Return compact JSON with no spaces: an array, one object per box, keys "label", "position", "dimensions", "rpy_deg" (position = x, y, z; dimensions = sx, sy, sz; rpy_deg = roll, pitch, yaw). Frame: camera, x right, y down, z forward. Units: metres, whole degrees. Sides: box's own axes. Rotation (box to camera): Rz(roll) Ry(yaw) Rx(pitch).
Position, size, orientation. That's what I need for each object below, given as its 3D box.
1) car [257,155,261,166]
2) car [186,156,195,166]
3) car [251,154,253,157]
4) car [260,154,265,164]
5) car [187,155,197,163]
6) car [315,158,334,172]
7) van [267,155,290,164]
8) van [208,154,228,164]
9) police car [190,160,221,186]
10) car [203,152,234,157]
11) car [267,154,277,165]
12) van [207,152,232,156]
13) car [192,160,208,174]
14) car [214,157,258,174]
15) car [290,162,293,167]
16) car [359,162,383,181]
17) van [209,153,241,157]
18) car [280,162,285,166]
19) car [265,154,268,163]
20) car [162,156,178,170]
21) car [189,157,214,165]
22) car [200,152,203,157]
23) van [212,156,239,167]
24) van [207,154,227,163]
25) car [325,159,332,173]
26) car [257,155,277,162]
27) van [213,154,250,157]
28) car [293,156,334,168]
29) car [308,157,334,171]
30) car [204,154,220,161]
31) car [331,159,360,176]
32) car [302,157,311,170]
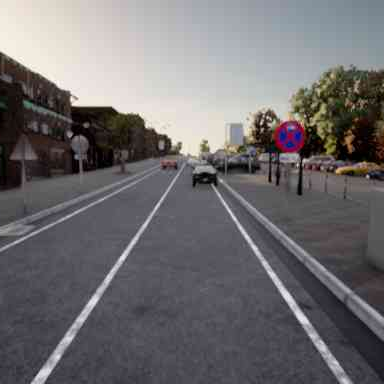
[{"label":"car","position":[18.782,-7.835,77.817],"dimensions":[5.566,2.045,2.435],"rpy_deg":[0,7,0]},{"label":"car","position":[-0.009,-5.569,61.903],"dimensions":[1.812,1.442,4.674],"rpy_deg":[0,7,0]},{"label":"car","position":[18.551,-8.989,88.863],"dimensions":[5.366,1.575,1.946],"rpy_deg":[0,7,0]},{"label":"car","position":[18.944,-7.239,75.095],"dimensions":[5.366,1.575,1.946],"rpy_deg":[0,7,0]},{"label":"car","position":[-0.011,-7.612,76.756],"dimensions":[2.097,1.767,4.553],"rpy_deg":[0,7,0]},{"label":"car","position":[18.814,-3.191,42.027],"dimensions":[4.892,1.521,2.231],"rpy_deg":[0,7,0]},{"label":"van","position":[18.878,-7.110,72.314],"dimensions":[4.442,1.987,1.878],"rpy_deg":[0,7,0]},{"label":"van","position":[5.795,-7.390,74.516],"dimensions":[4.442,1.987,1.878],"rpy_deg":[0,7,0]},{"label":"police car","position":[0.971,-1.419,26.631],"dimensions":[1.930,1.638,5.238],"rpy_deg":[0,7,0]},{"label":"car","position":[5.655,-7.062,71.731],"dimensions":[5.566,2.045,2.435],"rpy_deg":[0,7,0]},{"label":"car","position":[18.742,-6.440,66.802],"dimensions":[5.566,2.045,2.435],"rpy_deg":[0,7,0]},{"label":"van","position":[5.804,-6.684,68.956],"dimensions":[4.442,1.987,1.878],"rpy_deg":[0,7,0]},{"label":"car","position":[0.969,-3.224,42.438],"dimensions":[1.837,1.490,4.892],"rpy_deg":[0,7,0]},{"label":"car","position":[5.540,-3.422,43.927],"dimensions":[5.366,1.575,1.946],"rpy_deg":[0,7,0]},{"label":"car","position":[18.785,-4.505,53.051],"dimensions":[4.892,1.521,2.231],"rpy_deg":[0,7,0]},{"label":"car","position":[18.796,-1.849,31.006],"dimensions":[4.792,1.488,2.163],"rpy_deg":[0,7,0]},{"label":"van","position":[5.592,-4.972,55.038],"dimensions":[4.442,1.987,1.878],"rpy_deg":[0,7,0]},{"label":"car","position":[18.967,-5.174,58.566],"dimensions":[5.366,1.575,1.946],"rpy_deg":[0,7,0]},{"label":"car","position":[18.794,-6.785,69.557],"dimensions":[5.566,2.045,2.435],"rpy_deg":[0,7,0]},{"label":"car","position":[-3.326,-4.490,50.579],"dimensions":[2.150,2.045,5.566],"rpy_deg":[0,7,0]},{"label":"car","position":[0.969,-2.660,36.425],"dimensions":[2.097,1.767,4.553],"rpy_deg":[0,7,0]},{"label":"car","position":[5.629,-9.184,88.417],"dimensions":[5.566,2.045,2.435],"rpy_deg":[0,7,0]},{"label":"van","position":[5.821,-5.309,57.820],"dimensions":[4.442,1.987,1.878],"rpy_deg":[0,7,0]},{"label":"van","position":[5.791,-7.744,77.297],"dimensions":[4.442,1.987,1.878],"rpy_deg":[0,7,0]},{"label":"car","position":[18.841,-2.834,39.275],"dimensions":[4.792,1.488,2.163],"rpy_deg":[0,7,0]},{"label":"car","position":[18.776,-8.411,83.342],"dimensions":[4.553,1.767,2.185],"rpy_deg":[0,7,0]},{"label":"van","position":[5.834,-4.307,49.468],"dimensions":[4.442,1.987,1.878],"rpy_deg":[0,7,0]},{"label":"car","position":[18.767,-4.427,50.266],"dimensions":[5.566,2.045,2.435],"rpy_deg":[0,7,0]},{"label":"car","position":[18.809,-3.521,44.783],"dimensions":[5.008,1.535,2.097],"rpy_deg":[0,7,0]},{"label":"car","position":[5.618,-9.766,93.994],"dimensions":[4.553,1.767,2.185],"rpy_deg":[0,7,0]},{"label":"car","position":[18.631,-2.538,36.515],"dimensions":[5.366,1.575,1.946],"rpy_deg":[0,7,0]},{"label":"car","position":[18.805,-3.849,47.539],"dimensions":[5.008,1.535,2.097],"rpy_deg":[0,7,0]}]
